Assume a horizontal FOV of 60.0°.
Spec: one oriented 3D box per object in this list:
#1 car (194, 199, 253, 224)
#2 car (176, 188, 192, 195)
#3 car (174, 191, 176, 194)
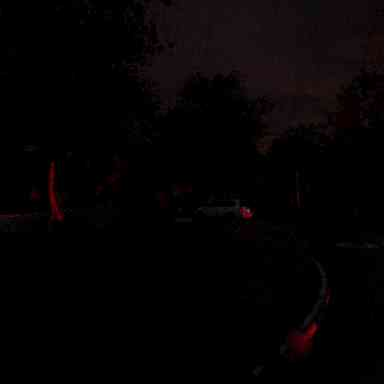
[{"bbox_3d":[2.785,1.680,29.977,5.566,2.045,2.150,-1,-1,41],"label":"car"},{"bbox_3d":[-1.570,-0.033,89.658,2.033,1.411,5.357,-1,4,24],"label":"car"},{"bbox_3d":[-3.369,-0.286,94.234,1.837,1.490,4.892,-1,4,24],"label":"car"}]
